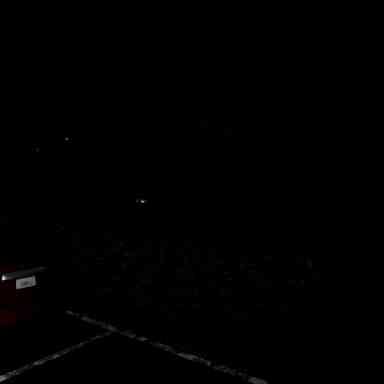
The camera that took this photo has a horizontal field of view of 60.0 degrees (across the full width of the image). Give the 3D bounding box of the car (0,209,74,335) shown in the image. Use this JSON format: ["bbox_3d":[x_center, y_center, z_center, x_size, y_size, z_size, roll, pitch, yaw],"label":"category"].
[{"bbox_3d":[-4.187,1.316,5.942,5.009,1.841,2.192,0,-1,36],"label":"car"}]
